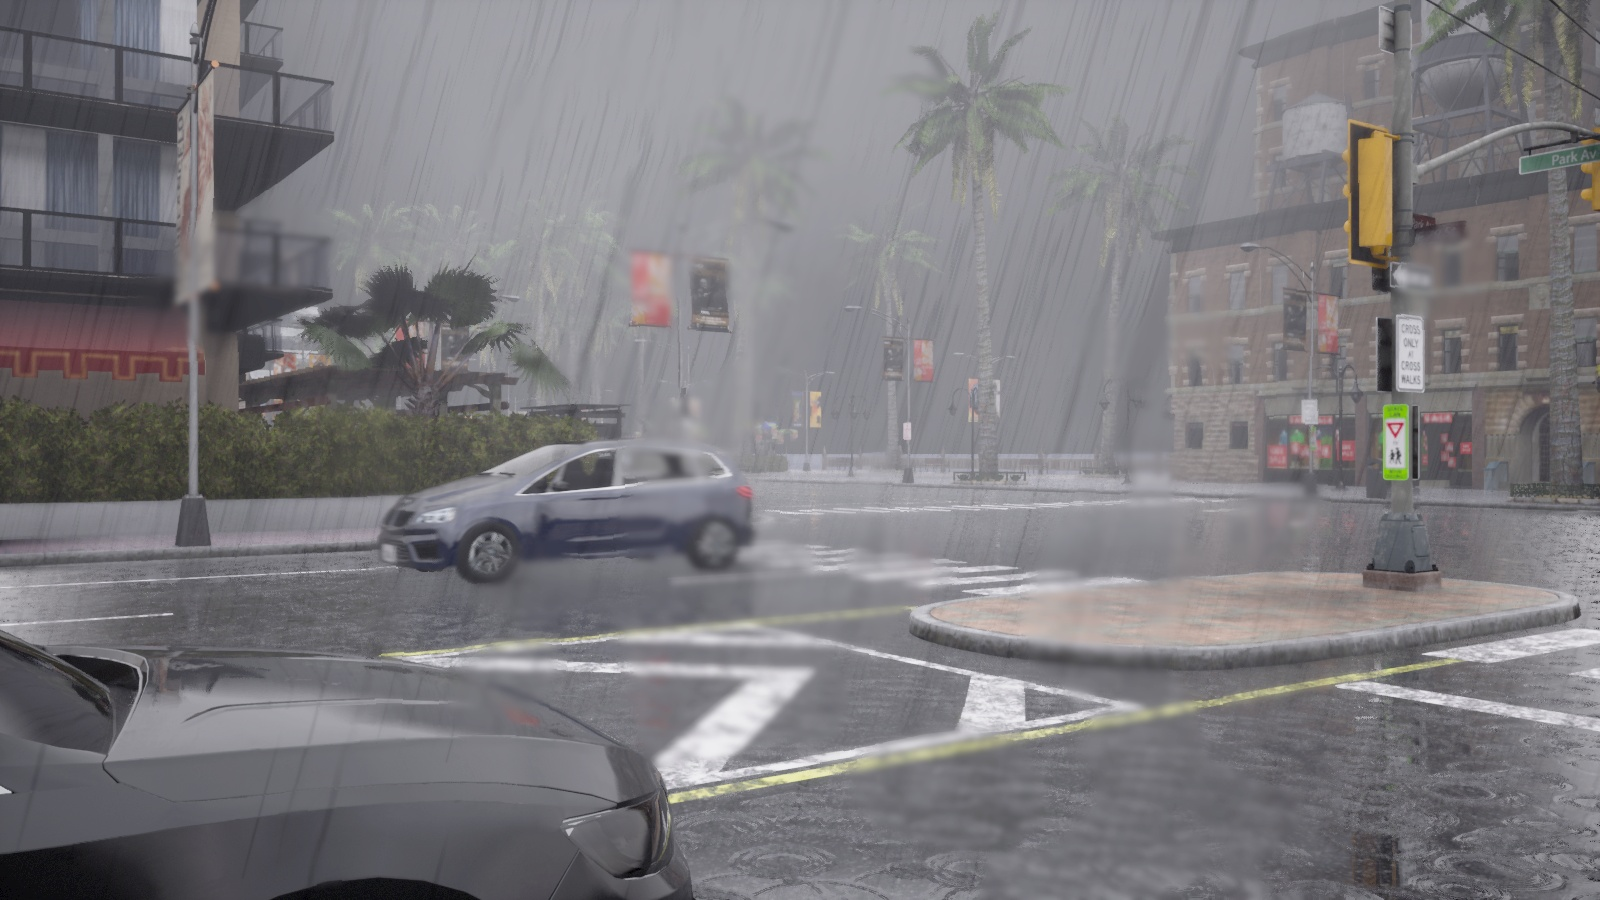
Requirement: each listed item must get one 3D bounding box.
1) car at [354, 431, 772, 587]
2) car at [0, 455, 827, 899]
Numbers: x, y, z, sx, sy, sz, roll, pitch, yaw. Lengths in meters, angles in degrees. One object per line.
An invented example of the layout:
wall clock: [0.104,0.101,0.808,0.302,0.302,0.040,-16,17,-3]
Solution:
car: [-2.891,0.634,15.675,4.611,1.667,2.242,0,0,-35]
car: [-2.478,0.760,1.933,4.892,1.490,1.837,0,0,-35]
